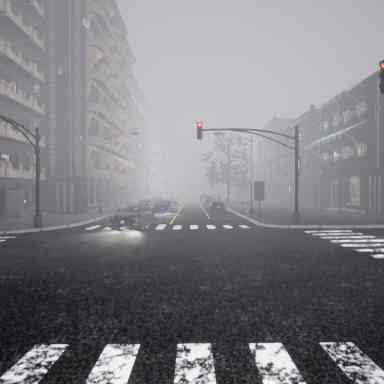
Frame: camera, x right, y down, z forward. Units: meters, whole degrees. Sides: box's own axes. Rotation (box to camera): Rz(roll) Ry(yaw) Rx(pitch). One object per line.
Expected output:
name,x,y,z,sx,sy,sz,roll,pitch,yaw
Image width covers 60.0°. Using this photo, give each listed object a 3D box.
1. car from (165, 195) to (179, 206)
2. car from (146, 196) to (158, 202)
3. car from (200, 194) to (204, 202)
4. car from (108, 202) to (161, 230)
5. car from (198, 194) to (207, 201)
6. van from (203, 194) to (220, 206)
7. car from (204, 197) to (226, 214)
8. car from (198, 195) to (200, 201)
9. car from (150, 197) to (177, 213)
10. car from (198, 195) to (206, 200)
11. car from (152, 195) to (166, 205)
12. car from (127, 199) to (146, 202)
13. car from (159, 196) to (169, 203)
car,-3.086,1.526,55.336,2.033,1.411,5.357,0,0,0
car,-5.705,1.531,41.255,1.887,1.381,4.507,0,0,0
car,2.671,1.420,52.318,1.967,1.590,4.097,0,0,0
car,-3.659,1.555,21.100,1.994,1.385,4.181,0,0,10
car,2.661,1.396,85.518,1.967,1.590,4.097,0,0,0
van,2.673,1.327,41.250,1.690,1.788,3.998,0,0,0
car,2.677,1.555,35.717,1.947,1.339,4.313,0,0,0
car,2.663,1.280,74.451,2.192,1.841,5.009,0,0,0
car,-3.110,1.552,37.083,1.994,1.385,4.181,0,0,0
car,2.661,1.495,91.052,1.887,1.381,4.507,0,0,0
car,-5.712,1.417,57.856,1.967,1.590,4.097,0,0,0
car,-5.703,1.542,30.188,2.008,1.369,4.403,0,0,0
car,-5.713,1.551,68.923,1.802,1.307,4.206,0,0,0
